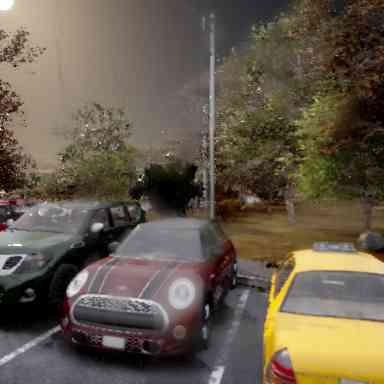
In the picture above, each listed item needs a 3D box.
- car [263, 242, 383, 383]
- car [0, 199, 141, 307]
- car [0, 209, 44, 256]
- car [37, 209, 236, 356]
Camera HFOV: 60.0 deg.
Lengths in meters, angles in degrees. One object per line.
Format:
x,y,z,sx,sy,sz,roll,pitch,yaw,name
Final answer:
2.040,1.489,4.879,1.946,1.575,5.366,0,-1,15,car
-2.860,1.219,8.087,2.435,2.045,5.566,1,0,15,car
-7.753,1.444,11.496,2.231,1.521,4.892,0,-1,14,car
-0.417,1.358,6.441,2.185,1.767,4.553,1,0,15,car
